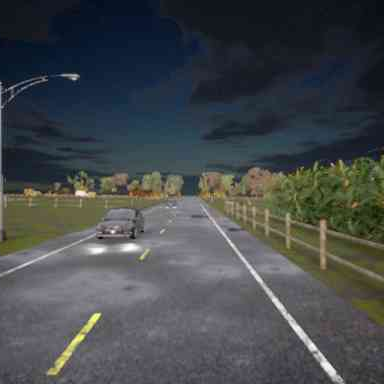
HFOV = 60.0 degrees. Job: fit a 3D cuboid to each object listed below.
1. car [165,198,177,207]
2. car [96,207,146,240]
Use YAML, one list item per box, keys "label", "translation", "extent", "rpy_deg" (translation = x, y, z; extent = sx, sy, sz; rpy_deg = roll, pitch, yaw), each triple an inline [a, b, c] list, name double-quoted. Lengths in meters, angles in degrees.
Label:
- label: "car"
  translation: [-3.544, 1.782, 57.795]
  extent: [2.033, 1.411, 5.357]
  rpy_deg: [0, 0, 1]
- label: "car"
  translation: [-3.598, 1.576, 17.526]
  extent: [1.837, 1.490, 4.892]
  rpy_deg: [0, 0, 0]
